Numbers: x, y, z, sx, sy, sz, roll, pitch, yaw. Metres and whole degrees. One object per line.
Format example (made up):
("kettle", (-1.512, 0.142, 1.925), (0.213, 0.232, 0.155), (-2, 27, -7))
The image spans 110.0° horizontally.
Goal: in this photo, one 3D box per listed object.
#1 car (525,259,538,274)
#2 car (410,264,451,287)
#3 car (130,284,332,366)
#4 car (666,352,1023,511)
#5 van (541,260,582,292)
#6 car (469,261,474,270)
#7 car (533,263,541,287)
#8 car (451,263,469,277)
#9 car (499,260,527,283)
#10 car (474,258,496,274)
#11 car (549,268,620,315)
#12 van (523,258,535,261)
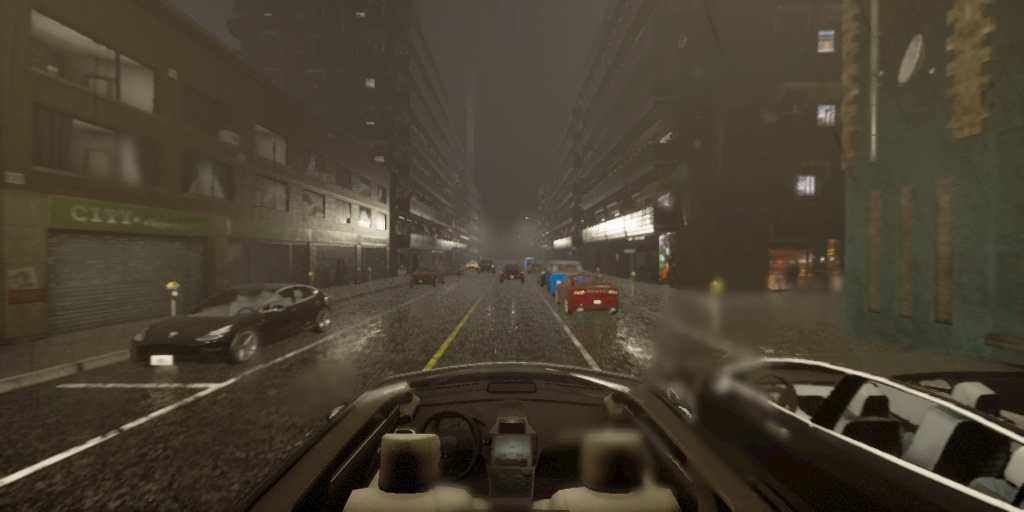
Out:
("car", (2.696, 1.340, 41.303), (1.751, 1.417, 4.829), (0, 0, 0))
("car", (-5.688, 1.332, 24.578), (1.888, 1.381, 4.507), (0, 0, 0))
("car", (-5.691, 1.326, 8.007), (1.948, 1.339, 4.313), (0, 0, 0))
("car", (2.689, 1.317, 2.470), (1.948, 1.339, 4.313), (0, 0, 0))
("van", (2.692, 1.117, 19.040), (1.690, 1.789, 3.998), (0, 0, 0))
("car", (-5.683, 1.362, 52.025), (1.751, 1.417, 4.829), (0, 0, 0))
("car", (2.693, 1.351, 24.564), (1.948, 1.339, 4.313), (0, 0, 0))
("car", (-5.686, 1.387, 35.624), (1.802, 1.307, 4.207), (0, 0, 0))
("car", (0.023, 1.318, 28.478), (1.812, 1.442, 4.674), (0, 0, 0))
("car", (-2.998, 1.168, 42.931), (2.097, 1.767, 4.553), (0, 0, 0))
("car", (2.691, 1.313, 13.517), (1.888, 1.381, 4.507), (0, 0, 0))
("van", (2.698, 1.177, 52.181), (1.690, 1.789, 3.998), (0, 0, 0))
